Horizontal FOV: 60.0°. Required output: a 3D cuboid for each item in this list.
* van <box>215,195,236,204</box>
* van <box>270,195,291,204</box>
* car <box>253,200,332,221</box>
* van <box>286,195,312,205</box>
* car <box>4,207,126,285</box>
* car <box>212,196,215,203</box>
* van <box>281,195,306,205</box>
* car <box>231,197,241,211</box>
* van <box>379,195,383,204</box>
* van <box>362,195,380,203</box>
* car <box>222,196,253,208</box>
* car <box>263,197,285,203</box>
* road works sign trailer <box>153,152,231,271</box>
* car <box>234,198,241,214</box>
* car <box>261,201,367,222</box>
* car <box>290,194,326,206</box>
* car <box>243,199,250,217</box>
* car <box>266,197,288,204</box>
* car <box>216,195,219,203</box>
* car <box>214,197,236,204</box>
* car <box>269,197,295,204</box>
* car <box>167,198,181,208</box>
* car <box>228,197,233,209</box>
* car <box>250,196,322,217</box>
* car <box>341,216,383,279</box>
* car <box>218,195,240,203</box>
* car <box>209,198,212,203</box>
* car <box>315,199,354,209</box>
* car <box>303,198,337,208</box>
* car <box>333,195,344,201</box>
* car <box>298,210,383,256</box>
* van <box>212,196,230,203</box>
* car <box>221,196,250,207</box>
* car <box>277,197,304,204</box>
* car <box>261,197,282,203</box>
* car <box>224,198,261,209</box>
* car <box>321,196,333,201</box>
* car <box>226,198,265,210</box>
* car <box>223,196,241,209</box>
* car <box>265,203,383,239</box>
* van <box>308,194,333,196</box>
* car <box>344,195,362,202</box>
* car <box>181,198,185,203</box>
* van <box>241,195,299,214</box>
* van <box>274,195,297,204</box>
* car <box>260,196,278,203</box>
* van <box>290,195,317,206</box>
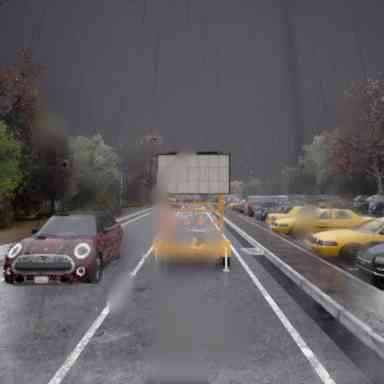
[{"bbox_3d":[7.244,1.633,72.472,4.442,1.987,1.878,0,-1,0],"label":"van"},{"bbox_3d":[20.597,1.740,77.749,4.442,1.987,1.878,0,-1,0],"label":"van"},{"bbox_3d":[6.981,1.527,22.517,4.892,1.521,2.231,0,0,0],"label":"car"},{"bbox_3d":[20.493,1.506,63.917,4.442,1.987,1.878,0,0,0],"label":"van"},{"bbox_3d":[-3.344,1.368,9.641,2.097,1.767,4.553,0,0,0],"label":"car"},{"bbox_3d":[7.347,1.503,66.936,5.566,2.045,2.435,0,0,0],"label":"car"},{"bbox_3d":[20.282,1.522,66.822,4.442,1.987,1.878,0,-1,0],"label":"van"},{"bbox_3d":[7.062,1.621,36.398,4.792,1.488,2.163,0,0,0],"label":"car"},{"bbox_3d":[20.245,1.328,30.676,4.442,1.987,1.878,0,0,0],"label":"van"},{"bbox_3d":[20.032,1.343,33.448,4.442,1.987,1.878,0,0,0],"label":"van"},{"bbox_3d":[7.184,1.555,53.055,4.553,1.767,2.185,0,0,0],"label":"car"},{"bbox_3d":[20.516,2.085,83.284,5.008,1.535,2.097,0,-1,0],"label":"car"},{"bbox_3d":[0.055,0.483,10.959,2.380,3.560,2.880,0,0,3],"label":"road works sign trailer"},{"bbox_3d":[7.041,1.606,33.622,4.792,1.488,2.163,0,0,0],"label":"car"},{"bbox_3d":[7.152,1.521,19.748,5.366,1.575,1.946,0,0,0],"label":"car"},{"bbox_3d":[20.308,1.452,58.503,5.566,2.045,2.435,0,0,0],"label":"car"},{"bbox_3d":[7.058,1.577,28.069,4.792,1.488,2.163,0,0,0],"label":"car"},{"bbox_3d":[20.495,2.027,80.514,4.892,1.521,2.231,0,-1,0],"label":"car"},{"bbox_3d":[7.251,1.710,58.607,5.008,1.535,2.097,0,0,0],"label":"car"},{"bbox_3d":[7.384,1.958,75.241,4.674,1.452,2.002,0,-1,0],"label":"car"},{"bbox_3d":[20.275,1.904,74.976,5.366,1.575,1.946,0,-1,0],"label":"car"},{"bbox_3d":[-3.167,1.665,52.966,1.882,1.535,5.008,0,0,0],"label":"car"},{"bbox_3d":[7.083,1.636,39.174,4.792,1.488,2.163,0,0,0],"label":"car"},{"bbox_3d":[7.039,1.409,25.297,4.553,1.767,2.185,0,0,0],"label":"car"},{"bbox_3d":[6.890,1.554,8.648,4.892,1.521,2.231,0,0,0],"label":"car"},{"bbox_3d":[7.009,1.663,50.280,5.366,1.575,1.946,0,0,0],"label":"car"},{"bbox_3d":[7.449,2.096,83.568,5.008,1.535,2.097,0,-1,0],"label":"car"},{"bbox_3d":[20.256,1.684,47.421,4.674,1.452,2.002,0,0,0],"label":"car"},{"bbox_3d":[20.292,1.713,52.836,4.674,1.452,2.002,0,0,0],"label":"car"},{"bbox_3d":[20.162,1.347,38.987,5.566,2.045,2.435,0,0,0],"label":"car"},{"bbox_3d":[6.719,1.540,11.425,5.366,1.575,1.946,0,0,0],"label":"car"},{"bbox_3d":[7.581,1.930,86.348,4.442,1.987,1.878,0,-1,0],"label":"van"},{"bbox_3d":[7.205,1.570,55.831,4.553,1.767,2.185,0,0,0],"label":"car"},{"bbox_3d":[20.423,1.788,69.437,5.008,1.535,2.097,0,-1,0],"label":"car"},{"bbox_3d":[20.538,2.147,86.179,5.008,1.535,2.097,0,-1,0],"label":"car"},{"bbox_3d":[7.168,1.652,47.502,4.892,1.521,2.231,0,0,0],"label":"car"},{"bbox_3d":[20.226,1.628,44.526,5.008,1.535,2.097,0,0,0],"label":"car"},{"bbox_3d":[7.159,1.637,44.726,4.892,1.521,2.231,0,0,0],"label":"car"},{"bbox_3d":[6.947,1.618,41.952,5.366,1.575,1.946,0,0,0],"label":"car"},{"bbox_3d":[6.761,1.524,17.098,5.366,1.575,1.946,0,0,0],"label":"car"},{"bbox_3d":[20.391,1.433,50.192,4.442,1.987,1.878,0,0,0],"label":"van"},{"bbox_3d":[20.141,1.333,36.217,5.566,2.045,2.435,0,0,0],"label":"car"},{"bbox_3d":[-2.827,2.286,91.187,1.837,1.490,4.892,0,-1,0],"label":"car"},{"bbox_3d":[7.166,1.336,30.846,4.442,1.987,1.878,0,0,0],"label":"van"},{"bbox_3d":[20.322,1.622,72.212,4.442,1.987,1.878,0,-1,0],"label":"van"},{"bbox_3d":[20.531,2.078,88.827,4.553,1.767,2.185,0,-1,0],"label":"car"},{"bbox_3d":[20.473,1.492,61.272,4.442,1.987,1.878,0,0,0],"label":"van"}]
